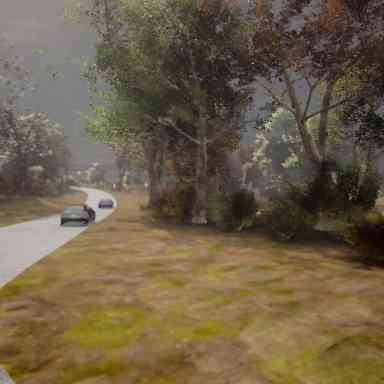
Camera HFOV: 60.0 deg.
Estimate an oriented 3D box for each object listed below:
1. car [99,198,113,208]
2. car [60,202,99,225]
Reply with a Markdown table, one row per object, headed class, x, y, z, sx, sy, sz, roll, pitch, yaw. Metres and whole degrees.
| class | x | y | z | sx | sy | sz | roll | pitch | yaw |
| --- | --- | --- | --- | --- | --- | --- | --- | --- | --- |
| car | -12.374 | 1.564 | 47.672 | 1.994 | 1.385 | 4.181 | -1 | 1 | -11 |
| car | -8.548 | 1.631 | 25.152 | 1.994 | 1.385 | 4.181 | -1 | 0 | -8 |
